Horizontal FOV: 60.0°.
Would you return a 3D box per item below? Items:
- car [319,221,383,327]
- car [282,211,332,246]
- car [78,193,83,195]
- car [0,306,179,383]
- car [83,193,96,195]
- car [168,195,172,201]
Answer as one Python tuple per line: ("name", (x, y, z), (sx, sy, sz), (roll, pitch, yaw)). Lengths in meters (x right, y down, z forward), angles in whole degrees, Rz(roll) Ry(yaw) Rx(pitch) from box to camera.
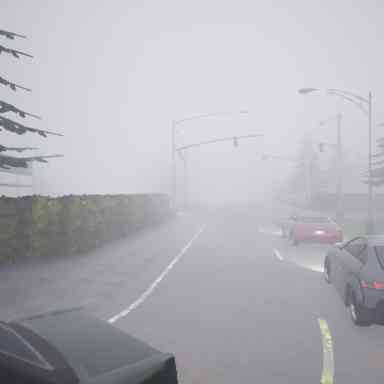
("car", (3.996, 1.564, 6.790), (1.994, 1.385, 4.181), (0, 0, 14))
("car", (5.299, 1.564, 15.098), (1.994, 1.385, 4.181), (0, 0, 8))
("car", (-26.051, 1.077, 78.241), (1.905, 1.878, 3.866), (0, 0, 8))
("car", (-2.385, 1.601, 1.855), (1.895, 1.301, 4.718), (0, 0, 45))
("car", (-23.116, 1.097, 78.259), (1.932, 1.855, 4.605), (0, 0, 8))
("car", (-4.720, 1.374, 75.625), (1.845, 1.501, 3.633), (0, 0, 8))
